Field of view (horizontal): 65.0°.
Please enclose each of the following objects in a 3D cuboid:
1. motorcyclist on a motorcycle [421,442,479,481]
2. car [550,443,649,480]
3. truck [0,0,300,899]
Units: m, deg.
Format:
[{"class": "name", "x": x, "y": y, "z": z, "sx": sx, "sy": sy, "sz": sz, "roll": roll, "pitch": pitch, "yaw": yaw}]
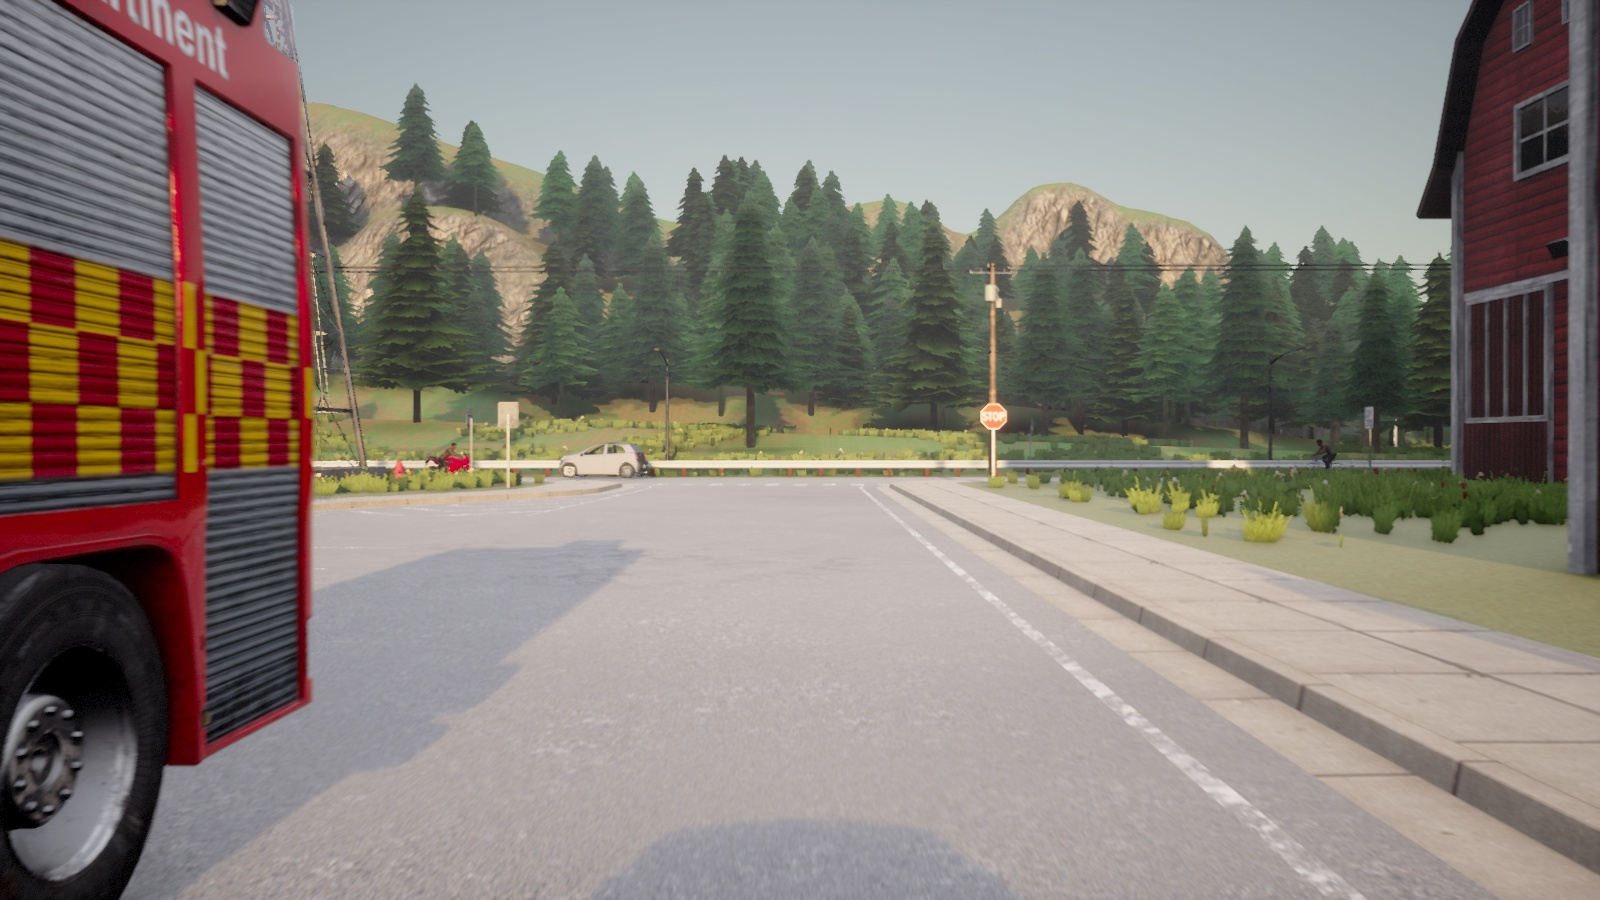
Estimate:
[{"class": "motorcyclist on a motorcycle", "x": -13.625, "y": 0.442, "z": 48.928, "sx": 2.044, "sy": 1.523, "sz": 0.797, "roll": 0, "pitch": 0, "yaw": 1}, {"class": "car", "x": -8.308, "y": 0.459, "z": 52.200, "sx": 3.633, "sy": 1.501, "sz": 1.845, "roll": 0, "pitch": 0, "yaw": 9}, {"class": "truck", "x": -3.479, "y": -0.426, "z": 0.819, "sx": 2.891, "sy": 3.827, "sz": 8.468, "roll": 0, "pitch": 0, "yaw": 0}]
